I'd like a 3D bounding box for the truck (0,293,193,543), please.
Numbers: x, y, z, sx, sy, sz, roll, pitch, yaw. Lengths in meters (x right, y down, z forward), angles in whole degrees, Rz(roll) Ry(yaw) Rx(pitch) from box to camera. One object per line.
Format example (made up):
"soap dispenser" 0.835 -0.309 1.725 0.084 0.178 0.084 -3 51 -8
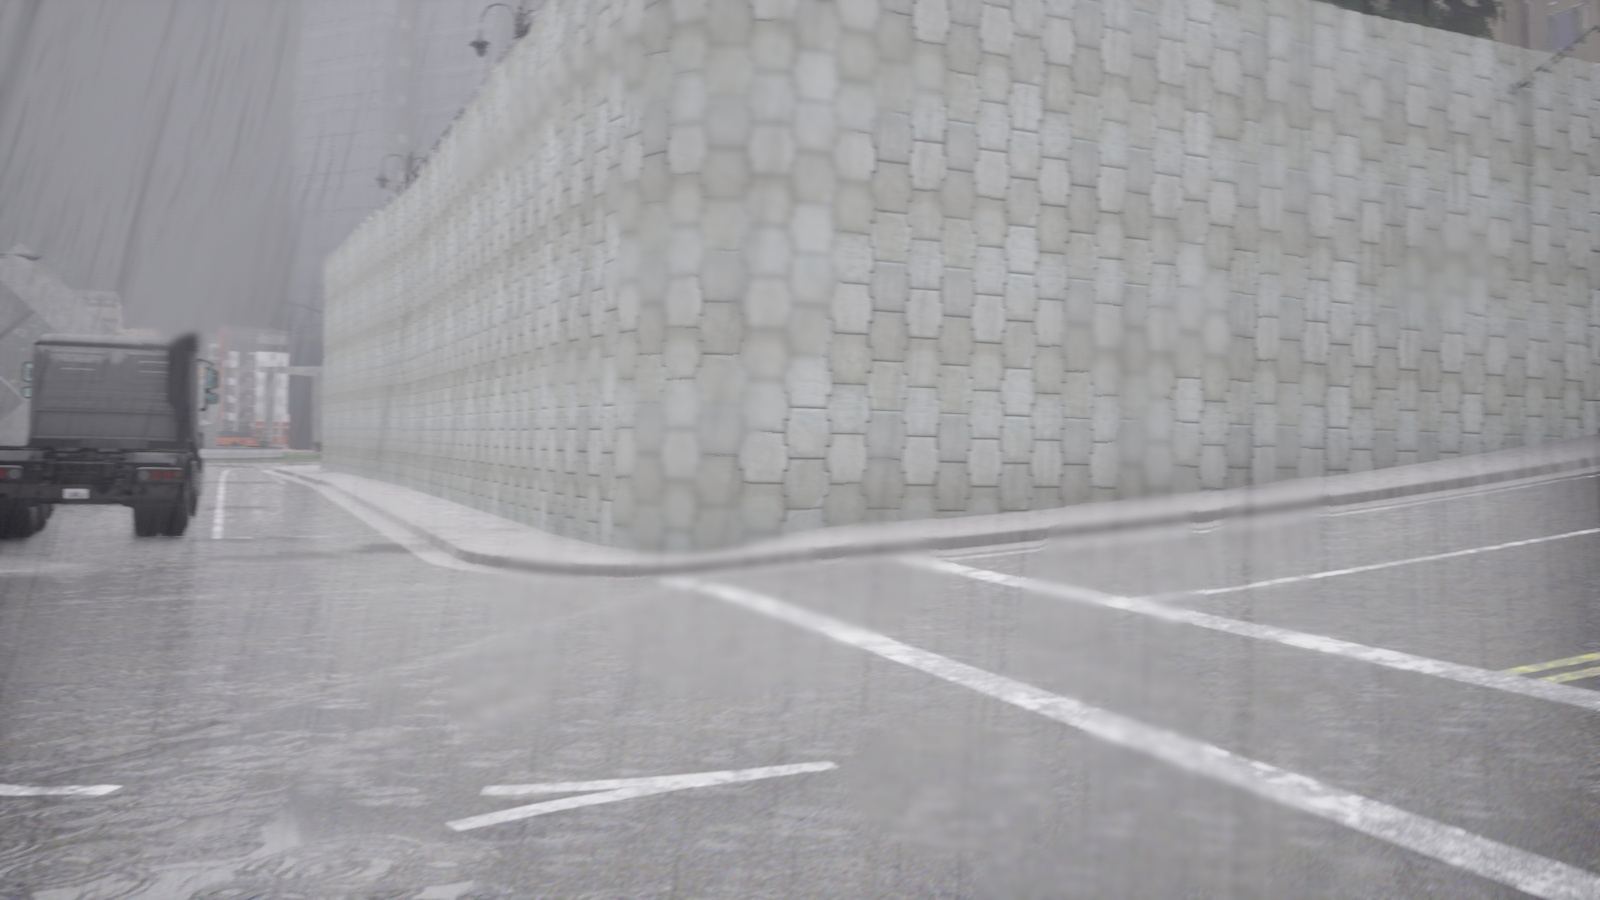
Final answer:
"truck" -12.063 -0.476 21.312 2.891 3.462 7.936 1 0 -24
